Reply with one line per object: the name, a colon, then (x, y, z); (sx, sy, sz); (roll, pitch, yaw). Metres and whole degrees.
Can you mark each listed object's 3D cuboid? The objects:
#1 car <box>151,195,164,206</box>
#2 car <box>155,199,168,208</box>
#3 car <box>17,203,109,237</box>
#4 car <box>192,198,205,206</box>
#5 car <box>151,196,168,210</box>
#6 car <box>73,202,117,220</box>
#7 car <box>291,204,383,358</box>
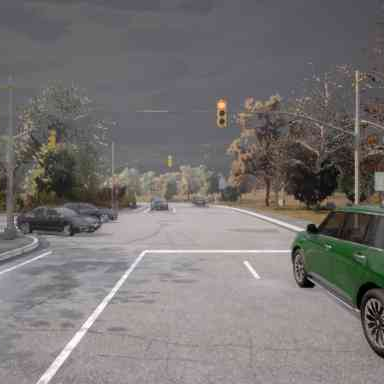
car: (-6.941, 1.718, 66.110); (2.150, 2.045, 5.566); (0, -1, -11)
car: (-4.960, 1.766, 53.263); (2.033, 1.411, 5.357); (0, -1, -6)
car: (-7.181, 1.517, 17.943); (4.892, 1.490, 1.837); (-1, -1, 23)
car: (1.189, 1.851, 61.260); (2.128, 1.511, 4.902); (0, -1, -9)
car: (-4.167, 1.425, 43.060); (2.097, 1.767, 4.553); (0, -1, -3)
car: (-7.938, 1.520, 24.253); (4.892, 1.490, 1.837); (-1, 0, -16)
car: (3.581, 1.221, 6.105); (2.150, 2.045, 5.566); (0, 0, 0)
